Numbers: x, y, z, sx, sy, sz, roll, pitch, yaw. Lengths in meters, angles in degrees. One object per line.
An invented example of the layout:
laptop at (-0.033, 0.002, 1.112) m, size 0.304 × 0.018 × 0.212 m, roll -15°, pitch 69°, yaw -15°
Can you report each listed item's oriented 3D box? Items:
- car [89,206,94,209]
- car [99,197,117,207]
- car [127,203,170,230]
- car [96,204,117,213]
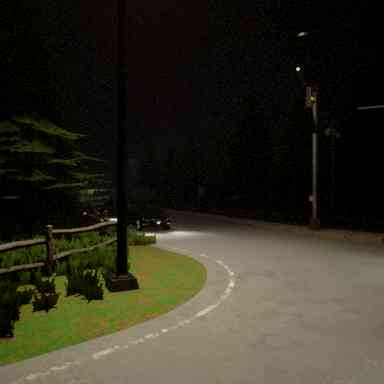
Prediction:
car at (-11.219, 1.499, 39.095) m, size 1.812 × 1.442 × 4.674 m, roll 0°, pitch 0°, yaw -24°
car at (-13.657, 1.512, 53.629) m, size 2.033 × 1.411 × 5.357 m, roll 0°, pitch 0°, yaw -23°
car at (-2.893, 1.478, 20.716) m, size 1.837 × 1.490 × 4.892 m, roll 0°, pitch 0°, yaw -25°
car at (-7.045, 1.537, 29.761) m, size 1.994 × 1.385 × 4.181 m, roll 0°, pitch 0°, yaw -24°
